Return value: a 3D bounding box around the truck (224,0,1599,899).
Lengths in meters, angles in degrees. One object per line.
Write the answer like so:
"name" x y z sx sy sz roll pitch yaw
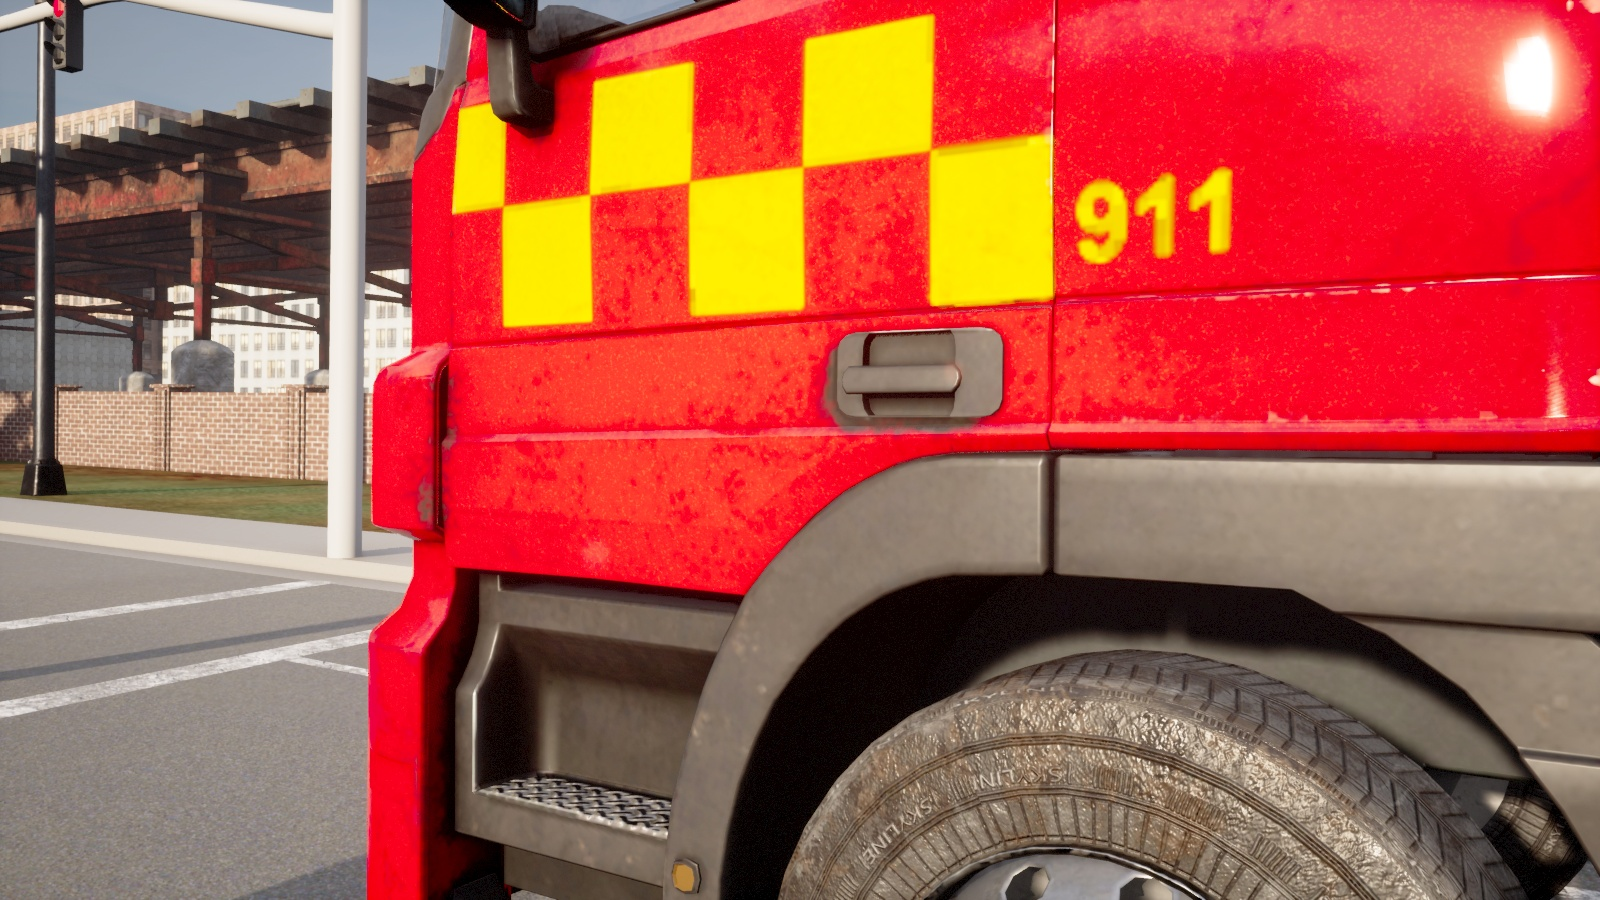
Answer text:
"truck" 3.107 -0.482 1.535 8.468 3.827 2.891 0 1 34
